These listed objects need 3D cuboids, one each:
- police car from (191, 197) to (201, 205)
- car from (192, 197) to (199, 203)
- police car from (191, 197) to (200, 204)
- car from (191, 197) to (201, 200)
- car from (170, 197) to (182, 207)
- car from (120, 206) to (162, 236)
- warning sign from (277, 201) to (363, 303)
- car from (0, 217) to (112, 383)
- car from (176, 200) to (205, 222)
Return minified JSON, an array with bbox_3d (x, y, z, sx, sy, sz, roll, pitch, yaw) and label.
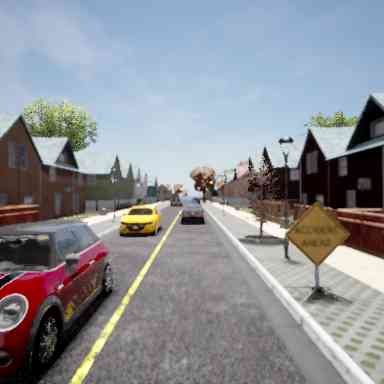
[{"bbox_3d":[0.822,1.898,71.794,1.930,1.638,5.238,0,-1,0],"label":"police car"},{"bbox_3d":[0.821,2.116,87.873,1.801,1.575,5.366,0,-1,0],"label":"car"},{"bbox_3d":[0.822,2.015,81.793,1.930,1.638,5.238,0,-1,0],"label":"police car"},{"bbox_3d":[0.076,1.762,44.548,1.994,1.385,4.181,0,0,0],"label":"car"},{"bbox_3d":[-2.787,1.686,59.441,2.097,1.767,4.553,0,-1,1],"label":"car"},{"bbox_3d":[-2.829,1.534,19.207,1.882,1.535,5.008,0,0,0],"label":"car"},{"bbox_3d":[2.506,1.128,6.691,1.300,1.860,1.060,-1,-1,0],"label":"warning sign"},{"bbox_3d":[-2.850,1.363,5.641,2.097,1.767,4.553,0,0,0],"label":"car"},{"bbox_3d":[0.066,1.636,26.992,2.033,1.411,5.357,0,0,0],"label":"car"}]
